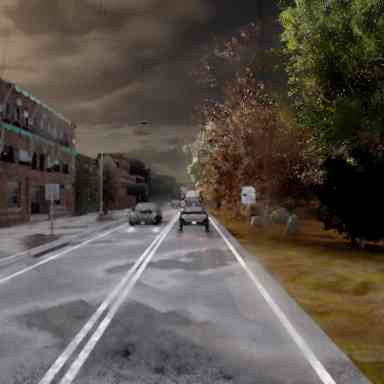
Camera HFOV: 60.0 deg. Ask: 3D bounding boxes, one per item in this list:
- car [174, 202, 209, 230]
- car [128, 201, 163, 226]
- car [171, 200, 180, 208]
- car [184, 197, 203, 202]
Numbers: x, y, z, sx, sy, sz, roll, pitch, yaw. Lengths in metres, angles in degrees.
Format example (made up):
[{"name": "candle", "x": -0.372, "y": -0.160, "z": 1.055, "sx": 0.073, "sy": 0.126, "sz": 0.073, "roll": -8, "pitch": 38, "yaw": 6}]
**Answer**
[{"name": "car", "x": 0.124, "y": 1.630, "z": 22.156, "sx": 2.128, "sy": 1.511, "sz": 4.902, "roll": 0, "pitch": -1, "yaw": 0}, {"name": "car", "x": -3.316, "y": 1.519, "z": 24.600, "sx": 2.097, "sy": 1.767, "sz": 4.553, "roll": 0, "pitch": -1, "yaw": 0}, {"name": "car", "x": -3.082, "y": 2.278, "z": 65.103, "sx": 1.837, "sy": 1.490, "sz": 4.892, "roll": 0, "pitch": -1, "yaw": 1}, {"name": "car", "x": 0.186, "y": 1.645, "z": 41.920, "sx": 2.150, "sy": 2.045, "sz": 5.566, "roll": 0, "pitch": -1, "yaw": 0}]
